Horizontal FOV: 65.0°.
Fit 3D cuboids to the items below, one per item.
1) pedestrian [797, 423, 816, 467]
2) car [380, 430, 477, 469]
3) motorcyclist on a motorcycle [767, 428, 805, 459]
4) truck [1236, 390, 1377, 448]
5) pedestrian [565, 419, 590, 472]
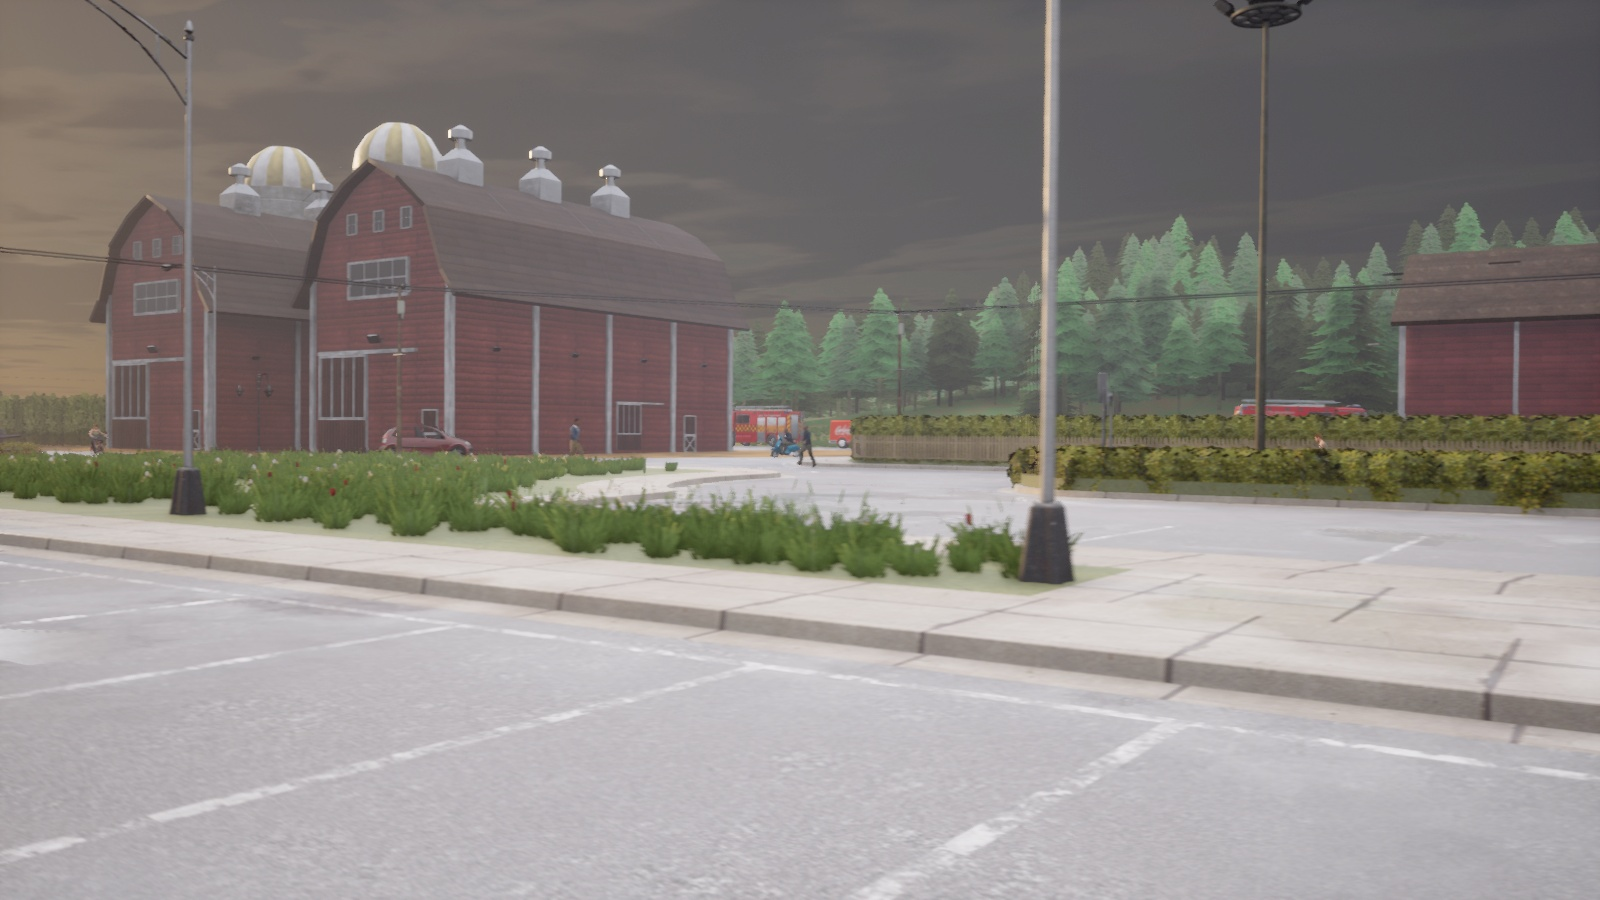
[{"bbox_3d":[0.274,-0.216,53.478,0.726,1.842,0.402,-1,1,-37],"label":"pedestrian"},{"bbox_3d":[-16.491,-0.032,55.668,3.988,1.617,1.851,-1,1,-20],"label":"car"},{"bbox_3d":[-0.758,-0.340,66.908,1.817,1.590,0.866,-1,1,-31],"label":"motorcyclist on a motorcycle"},{"bbox_3d":[34.389,-2.101,85.539,8.468,3.827,2.891,0,1,8],"label":"truck"},{"bbox_3d":[-8.214,-0.173,46.349,0.788,1.949,0.423,0,1,26],"label":"pedestrian"}]
